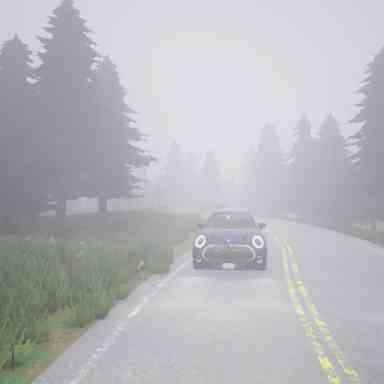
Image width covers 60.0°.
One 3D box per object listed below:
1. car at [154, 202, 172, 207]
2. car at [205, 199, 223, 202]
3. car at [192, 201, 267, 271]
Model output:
[{"bbox_3d":[-4.547,2.067,43.836,4.674,1.442,1.812,-5,-7,45],"label":"car"},{"bbox_3d":[2.168,1.534,34.523,1.837,1.490,4.892,2,-3,-25],"label":"car"},{"bbox_3d":[1.311,1.361,11.004,2.097,1.767,4.553,-1,0,9],"label":"car"}]
